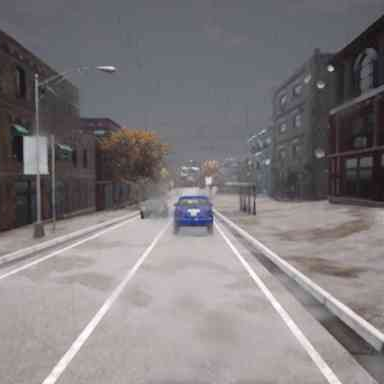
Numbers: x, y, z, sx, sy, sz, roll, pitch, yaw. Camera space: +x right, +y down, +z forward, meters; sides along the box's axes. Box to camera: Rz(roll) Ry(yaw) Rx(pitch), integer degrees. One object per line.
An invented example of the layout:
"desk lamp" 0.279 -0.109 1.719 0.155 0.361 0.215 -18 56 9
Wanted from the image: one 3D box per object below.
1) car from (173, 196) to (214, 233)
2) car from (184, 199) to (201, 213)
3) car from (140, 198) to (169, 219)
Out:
"car" 0.085 1.219 19.658 2.150 2.045 5.566 0 0 0
"car" 0.074 1.529 38.217 1.812 1.442 4.674 0 0 0
"car" -3.227 1.362 29.136 2.097 1.767 4.553 0 0 0
